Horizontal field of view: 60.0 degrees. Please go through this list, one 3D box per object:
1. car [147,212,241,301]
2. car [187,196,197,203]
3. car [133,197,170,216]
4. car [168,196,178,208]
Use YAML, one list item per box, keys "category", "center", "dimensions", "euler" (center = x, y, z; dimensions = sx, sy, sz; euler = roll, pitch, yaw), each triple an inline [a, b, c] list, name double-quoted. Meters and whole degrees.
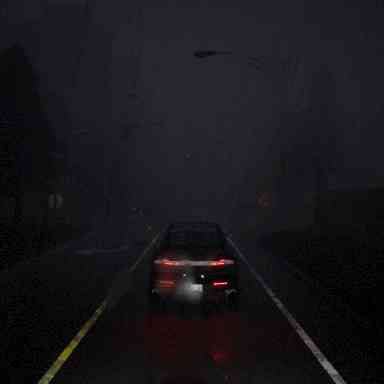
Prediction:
- category: "car"
  center: [0.055, 1.492, 8.322]
  dimensions: [2.128, 1.511, 4.902]
  euler: [0, 0, 0]
- category: "car"
  center: [0.010, 1.491, 69.553]
  dimensions: [2.128, 1.511, 4.902]
  euler: [0, 0, 0]
- category: "car"
  center: [-4.187, 1.547, 33.423]
  dimensions: [2.033, 1.411, 5.357]
  euler: [0, 0, 11]
- category: "car"
  center: [-3.588, 1.477, 49.530]
  dimensions: [1.882, 1.535, 5.008]
  euler: [0, 0, 0]
